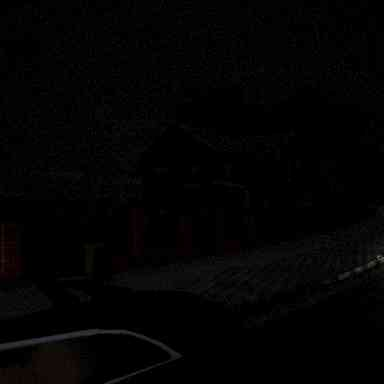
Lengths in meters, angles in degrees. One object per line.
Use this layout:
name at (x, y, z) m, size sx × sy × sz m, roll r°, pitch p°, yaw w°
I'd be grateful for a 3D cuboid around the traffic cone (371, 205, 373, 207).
traffic cone at (28.931, 2.154, 53.435) m, size 0.340 × 0.580 × 0.340 m, roll 0°, pitch 0°, yaw 9°

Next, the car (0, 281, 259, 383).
car at (-1.697, 1.493, 2.063) m, size 4.902 × 1.511 × 2.128 m, roll 0°, pitch 0°, yaw -36°
